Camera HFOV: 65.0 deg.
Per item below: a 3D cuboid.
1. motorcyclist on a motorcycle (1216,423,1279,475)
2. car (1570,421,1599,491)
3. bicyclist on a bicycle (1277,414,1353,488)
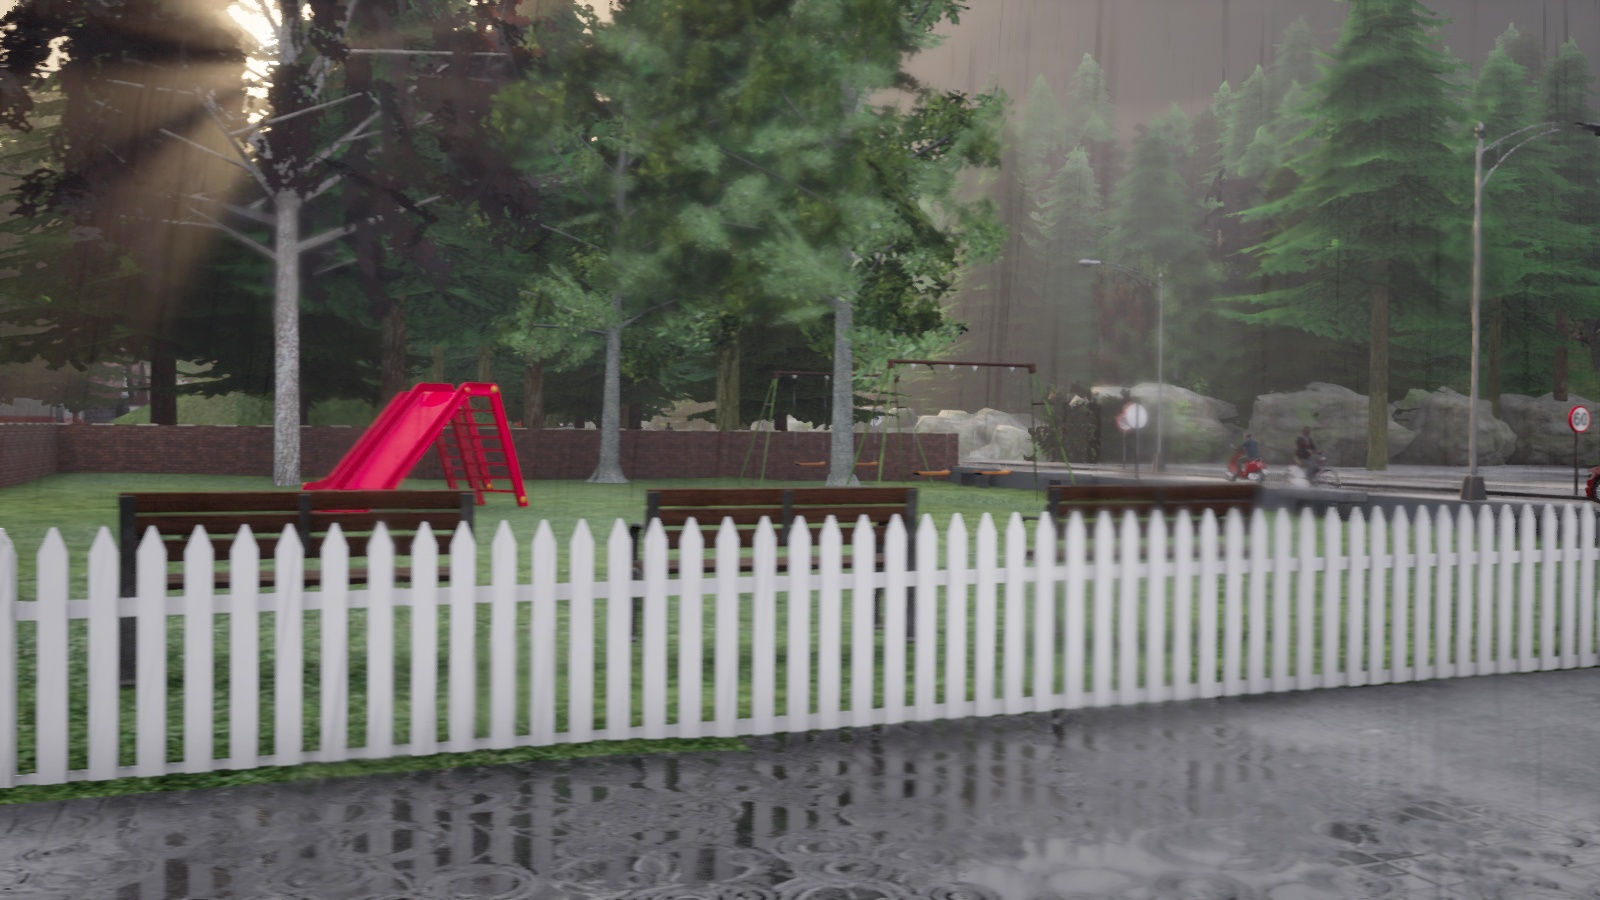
[{"bbox_3d":[14.061,-0.046,39.515,0.866,1.590,1.817,-1,1,-21],"label":"motorcyclist on a motorcycle"},{"bbox_3d":[19.125,0.139,26.291,1.882,1.535,5.008,-1,1,-21],"label":"car"},{"bbox_3d":[12.873,0.016,31.420,0.659,1.776,1.843,-1,1,-21],"label":"bicyclist on a bicycle"}]
